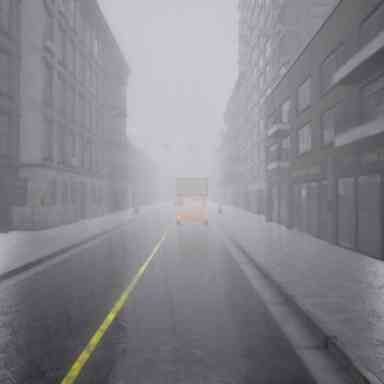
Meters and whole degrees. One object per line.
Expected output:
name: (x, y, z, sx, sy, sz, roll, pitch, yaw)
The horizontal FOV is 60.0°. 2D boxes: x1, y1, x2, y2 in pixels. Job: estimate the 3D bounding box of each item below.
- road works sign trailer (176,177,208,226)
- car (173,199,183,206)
road works sign trailer: (0.010, 0.679, 25.327, 2.380, 3.560, 2.880, 0, 0, 0)
car: (-2.974, 2.202, 70.984, 1.994, 1.385, 4.181, 0, -1, 0)
